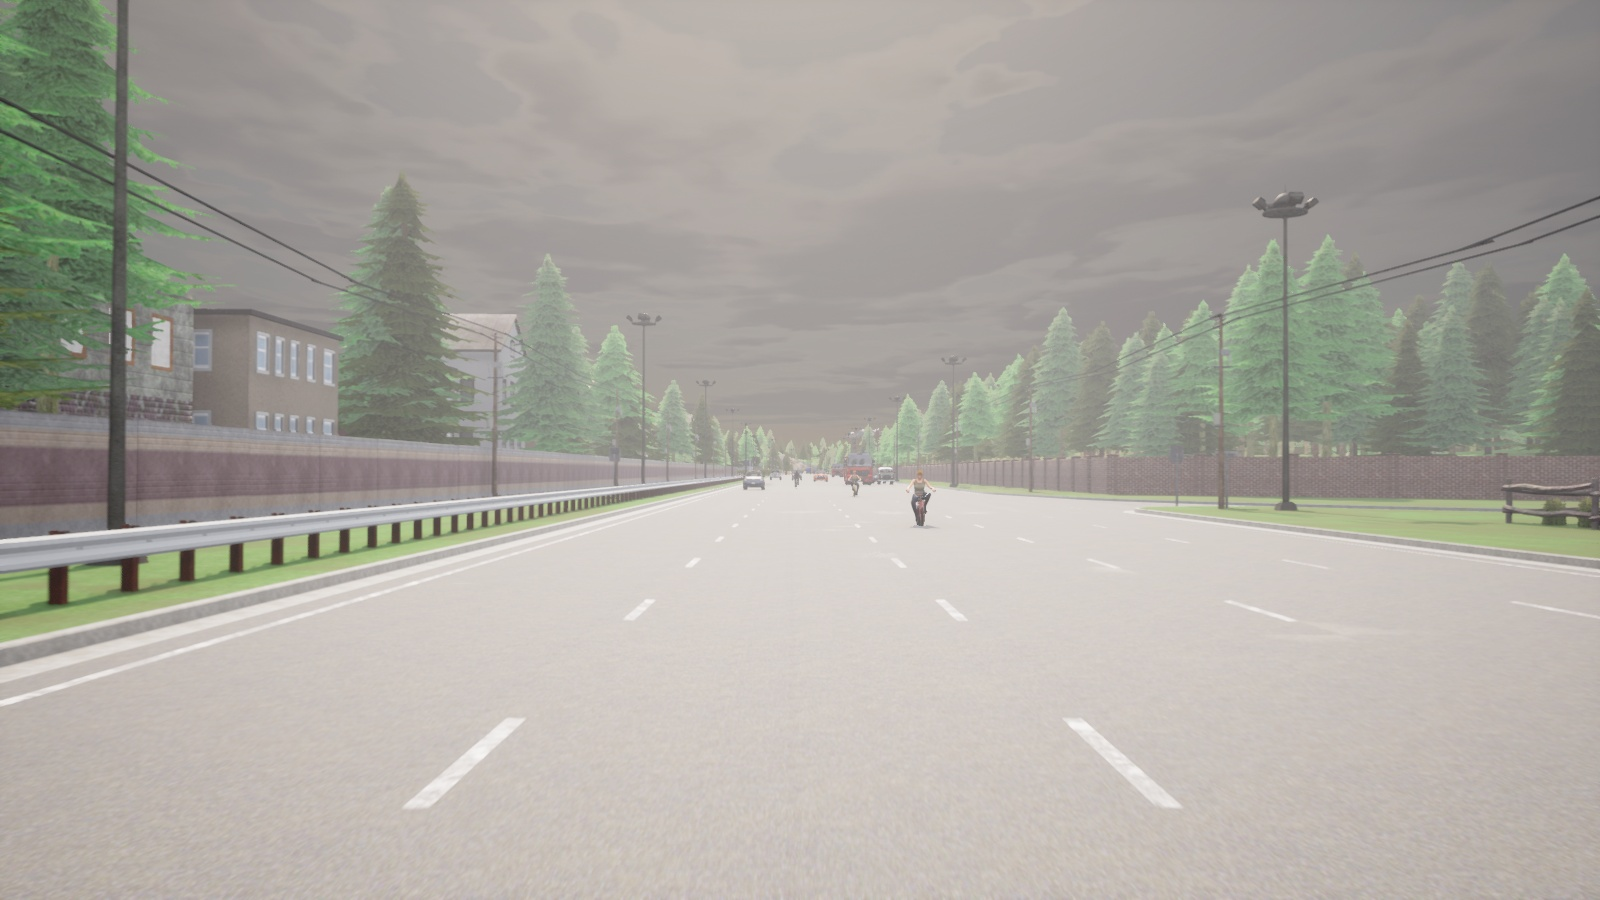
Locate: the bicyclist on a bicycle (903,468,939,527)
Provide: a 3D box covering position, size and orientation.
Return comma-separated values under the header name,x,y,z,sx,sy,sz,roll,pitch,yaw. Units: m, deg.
name,x,y,z,sx,sy,sz,roll,pitch,yaw
bicyclist on a bicycle,3.410,1.332,35.508,0.866,1.612,1.509,0,-1,0
